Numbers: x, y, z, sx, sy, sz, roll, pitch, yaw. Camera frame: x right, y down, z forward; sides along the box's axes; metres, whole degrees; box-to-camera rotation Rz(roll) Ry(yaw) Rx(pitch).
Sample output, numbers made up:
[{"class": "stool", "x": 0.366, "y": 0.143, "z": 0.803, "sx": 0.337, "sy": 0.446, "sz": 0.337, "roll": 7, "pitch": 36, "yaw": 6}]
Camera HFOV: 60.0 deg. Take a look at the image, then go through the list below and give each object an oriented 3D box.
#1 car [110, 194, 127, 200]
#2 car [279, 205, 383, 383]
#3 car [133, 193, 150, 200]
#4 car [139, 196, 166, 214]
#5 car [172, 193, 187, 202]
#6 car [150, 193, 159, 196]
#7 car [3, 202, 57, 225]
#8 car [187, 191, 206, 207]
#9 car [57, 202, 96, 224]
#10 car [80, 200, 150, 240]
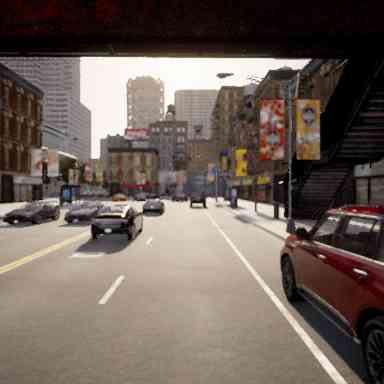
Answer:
[{"class": "car", "x": -13.907, "y": 1.075, "z": 64.440, "sx": 1.882, "sy": 1.535, "sz": 5.008, "roll": 0, "pitch": 0, "yaw": -24}, {"class": "car", "x": 3.025, "y": 1.196, "z": 5.038, "sx": 2.435, "sy": 2.045, "sz": 5.566, "roll": 0, "pitch": 0, "yaw": -1}, {"class": "car", "x": -10.058, "y": 1.101, "z": 64.133, "sx": 1.837, "sy": 1.490, "sz": 4.892, "roll": 1, "pitch": 0, "yaw": -20}, {"class": "car", "x": -3.716, "y": 1.358, "z": 32.741, "sx": 1.994, "sy": 1.385, "sz": 4.181, "roll": 0, "pitch": 0, "yaw": -1}, {"class": "car", "x": -2.445, "y": 0.950, "z": 64.285, "sx": 2.097, "sy": 1.767, "sz": 4.553, "roll": 0, "pitch": 0, "yaw": -20}, {"class": "car", "x": -9.702, "y": 0.955, "z": 77.613, "sx": 2.033, "sy": 1.411, "sz": 5.357, "roll": 0, "pitch": 0, "yaw": -40}, {"class": "car", "x": -10.814, "y": 1.403, "z": 23.038, "sx": 2.033, "sy": 1.411, "sz": 5.357, "roll": 0, "pitch": 0, "yaw": -1}, {"class": "car", "x": 0.781, "y": 0.938, "z": 45.102, "sx": 2.150, "sy": 2.045, "sz": 5.566, "roll": 0, "pitch": 0, "yaw": -1}, {"class": "car", "x": -7.319, "y": 1.399, "z": 23.610, "sx": 2.033, "sy": 1.411, "sz": 5.357, "roll": 0, "pitch": 0, "yaw": -1}, {"class": "car", "x": -3.546, "y": 1.388, "z": 16.382, "sx": 2.128, "sy": 1.511, "sz": 4.902, "roll": 0, "pitch": 0, "yaw": -1}]
